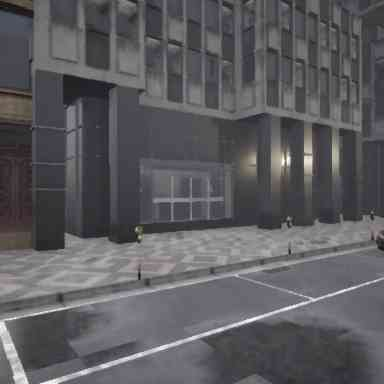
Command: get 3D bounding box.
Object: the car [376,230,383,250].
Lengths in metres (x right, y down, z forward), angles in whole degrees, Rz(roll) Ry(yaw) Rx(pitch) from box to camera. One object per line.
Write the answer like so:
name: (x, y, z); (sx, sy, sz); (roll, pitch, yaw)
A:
car: (8.906, 1.581, 13.003); (4.206, 1.307, 1.802); (0, 0, -35)
